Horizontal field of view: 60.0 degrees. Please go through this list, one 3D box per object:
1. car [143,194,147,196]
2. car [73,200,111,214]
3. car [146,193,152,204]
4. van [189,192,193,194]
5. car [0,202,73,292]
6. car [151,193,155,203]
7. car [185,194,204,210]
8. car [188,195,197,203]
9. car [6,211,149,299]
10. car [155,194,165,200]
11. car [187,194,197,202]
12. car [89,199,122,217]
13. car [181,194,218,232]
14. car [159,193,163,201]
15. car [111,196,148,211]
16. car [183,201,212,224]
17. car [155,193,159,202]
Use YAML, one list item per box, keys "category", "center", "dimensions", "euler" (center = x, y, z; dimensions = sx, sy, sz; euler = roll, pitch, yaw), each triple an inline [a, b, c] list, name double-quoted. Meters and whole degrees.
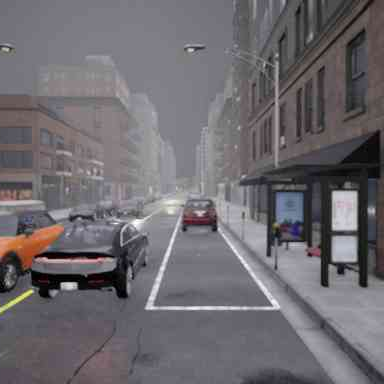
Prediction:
- category: "car"
  center: [-7.884, 1.334, 46.448]
  dimensions: [1.752, 1.417, 4.829]
  euler: [0, 0, 0]
- category: "car"
  center: [-7.743, 1.457, 24.993]
  dimensions: [1.947, 1.339, 4.313]
  euler: [0, 0, 0]
- category: "car"
  center: [-7.921, 1.338, 52.024]
  dimensions: [2.008, 1.369, 4.403]
  euler: [0, 0, 0]
- category: "van"
  center: [0.279, 1.219, 35.861]
  dimensions: [1.690, 1.788, 3.998]
  euler: [0, 0, 0]
- category: "car"
  center: [-5.078, 1.314, 8.808]
  dimensions: [2.097, 1.767, 4.553]
  euler: [0, 0, 0]
- category: "car"
  center: [-7.957, 1.332, 57.430]
  dimensions: [1.947, 1.339, 4.313]
  euler: [0, 0, 0]
- category: "car"
  center: [0.237, 1.172, 41.268]
  dimensions: [2.192, 1.841, 5.009]
  euler: [0, 0, 0]
- category: "car"
  center: [0.066, 1.298, 63.062]
  dimensions: [1.752, 1.417, 4.829]
  euler: [0, 0, 0]
- category: "car"
  center: [-2.223, 1.464, 8.395]
  dimensions: [2.128, 1.511, 4.902]
  euler: [0, 0, 0]
- category: "car"
  center: [-8.135, 1.214, 84.460]
  dimensions: [2.008, 1.369, 4.403]
  euler: [0, 0, 0]
- category: "car"
  center: [0.026, 1.193, 68.298]
  dimensions: [1.967, 1.590, 4.097]
  euler: [0, 0, 0]
- category: "car"
  center: [-7.778, 1.415, 30.399]
  dimensions: [1.887, 1.381, 4.507]
  euler: [0, 0, 0]
- category: "car"
  center: [0.405, 1.254, 19.643]
  dimensions: [2.192, 1.841, 5.009]
  euler: [0, 0, 0]
- category: "car"
  center: [-8.064, 1.286, 73.648]
  dimensions: [1.802, 1.307, 4.206]
  euler: [0, 0, 0]
- category: "car"
  center: [-5.202, 1.391, 28.402]
  dimensions: [1.837, 1.490, 4.892]
  euler: [0, 0, 0]
- category: "car"
  center: [0.362, 1.470, 25.050]
  dimensions: [2.008, 1.369, 4.403]
  euler: [0, 0, 0]
- category: "car"
  center: [-7.991, 1.061, 62.835]
  dimensions: [2.192, 1.841, 5.009]
  euler: [0, 0, 0]
